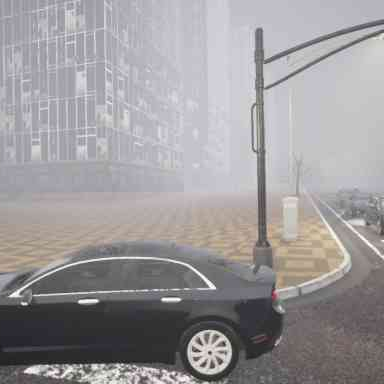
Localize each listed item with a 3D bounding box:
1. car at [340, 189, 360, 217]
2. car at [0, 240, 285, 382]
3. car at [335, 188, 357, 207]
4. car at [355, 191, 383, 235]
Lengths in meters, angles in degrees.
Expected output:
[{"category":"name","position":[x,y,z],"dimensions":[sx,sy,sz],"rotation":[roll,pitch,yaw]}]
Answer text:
[{"category":"car","position":[10.820,0.759,20.834],"dimensions":[1.994,1.385,4.181],"rotation":[-1,2,17]},{"category":"car","position":[-1.188,1.505,4.804],"dimensions":[4.892,1.490,1.837],"rotation":[0,0,-1]},{"category":"car","position":[12.764,0.453,26.914],"dimensions":[2.128,1.511,4.902],"rotation":[-1,2,18]},{"category":"car","position":[8.823,0.928,14.523],"dimensions":[2.128,1.511,4.902],"rotation":[-1,2,18]}]
